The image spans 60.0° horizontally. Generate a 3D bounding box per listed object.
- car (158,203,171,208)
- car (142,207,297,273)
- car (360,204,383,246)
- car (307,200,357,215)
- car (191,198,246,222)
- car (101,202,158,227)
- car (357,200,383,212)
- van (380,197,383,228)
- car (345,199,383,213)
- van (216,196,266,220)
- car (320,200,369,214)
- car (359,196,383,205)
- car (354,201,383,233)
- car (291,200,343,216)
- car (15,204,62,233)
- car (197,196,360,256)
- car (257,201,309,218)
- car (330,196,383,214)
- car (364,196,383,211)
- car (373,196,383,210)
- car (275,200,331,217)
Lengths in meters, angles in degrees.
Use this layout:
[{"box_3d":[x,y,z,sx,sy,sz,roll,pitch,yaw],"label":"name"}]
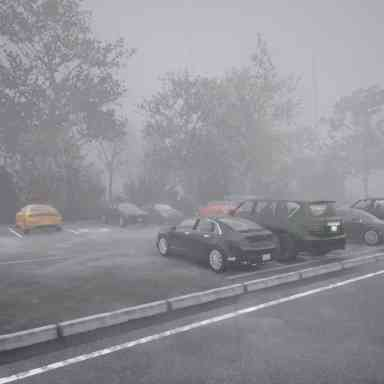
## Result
[{"box_3d":[-2.446,1.537,24.749,2.002,1.452,4.674,0,0,-35],"label":"car"},{"box_3d":[0.585,1.474,10.843,2.231,1.521,4.892,0,0,-35],"label":"car"},{"box_3d":[7.426,1.514,15.726,2.231,1.521,4.892,1,0,-35],"label":"car"},{"box_3d":[15.708,1.713,37.659,2.163,1.488,4.792,1,0,-36],"label":"car"},{"box_3d":[2.110,1.409,27.953,2.185,1.767,4.553,1,0,-35],"label":"car"},{"box_3d":[-4.718,1.482,23.136,2.097,1.535,5.008,0,0,-35],"label":"car"},{"box_3d":[24.656,1.833,44.084,2.002,1.452,4.674,1,0,-36],"label":"car"},{"box_3d":[14.346,1.356,20.509,1.878,1.987,4.442,1,0,-36],"label":"van"},{"box_3d":[22.493,1.765,42.535,2.097,1.535,5.008,1,0,-36],"label":"car"},{"box_3d":[4.289,1.331,29.687,1.878,1.987,4.442,1,0,-35],"label":"van"},{"box_3d":[17.941,1.738,39.325,2.163,1.488,4.792,1,0,-36],"label":"car"},{"box_3d":[9.699,1.283,17.373,2.435,2.045,5.566,1,0,-35],"label":"car"},{"box_3d":[12.014,1.431,18.949,2.185,1.767,4.553,1,0,-36],"label":"car"},{"box_3d":[13.429,1.658,36.060,2.097,1.535,5.008,1,0,-36],"label":"car"},{"box_3d":[-9.249,1.465,19.899,2.097,1.535,5.008,0,0,-35],"label":"car"},{"box_3d":[2.848,1.232,12.495,2.435,2.045,5.566,0,0,-35],"label":"car"},{"box_3d":[8.892,1.647,32.825,2.002,1.452,4.674,1,0,-36],"label":"car"},{"box_3d":[20.240,1.484,40.898,2.435,2.045,5.566,1,0,-36],"label":"car"},{"box_3d":[27.039,1.576,45.754,2.435,2.045,5.566,1,-1,-36],"label":"car"},{"box_3d":[29.205,1.609,47.302,2.435,2.045,5.566,1,-1,-36],"label":"car"},{"box_3d":[11.266,1.629,34.294,1.946,1.575,5.366,1,0,-36],"label":"car"}]
